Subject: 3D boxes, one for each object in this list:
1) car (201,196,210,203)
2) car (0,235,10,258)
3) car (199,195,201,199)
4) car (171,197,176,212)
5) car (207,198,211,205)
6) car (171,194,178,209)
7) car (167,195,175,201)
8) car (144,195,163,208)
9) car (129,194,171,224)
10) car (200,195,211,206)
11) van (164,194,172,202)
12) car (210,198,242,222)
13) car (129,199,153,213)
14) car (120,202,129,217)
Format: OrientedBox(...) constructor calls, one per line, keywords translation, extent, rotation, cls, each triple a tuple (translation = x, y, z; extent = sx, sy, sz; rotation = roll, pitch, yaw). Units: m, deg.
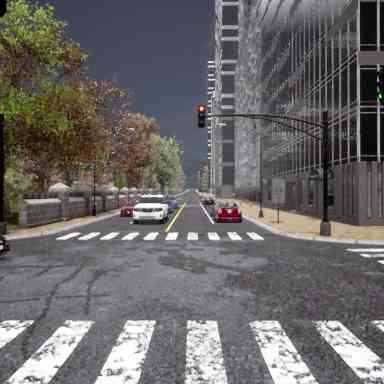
OrientedBox(translation=(2.832, 1.548, 71.652), extent=(1.752, 1.417, 4.829), rotation=(0, 0, 0), cls="car")
OrientedBox(translation=(-8.000, 1.587, 10.194), extent=(4.181, 1.385, 1.994), rotation=(0, 0, -11), cls="car")
OrientedBox(translation=(2.810, 1.470, 60.116), extent=(1.967, 1.590, 4.097), rotation=(0, 0, 0), cls="car")
OrientedBox(translation=(-3.029, 1.549, 35.663), extent=(1.812, 1.442, 4.674), rotation=(0, 0, 0), cls="car")
OrientedBox(translation=(2.753, 1.586, 31.711), extent=(1.947, 1.339, 4.313), rotation=(0, 0, 0), cls="car")
OrientedBox(translation=(-2.999, 1.381, 45.872), extent=(2.097, 1.767, 4.553), rotation=(0, 0, 0), cls="car")
OrientedBox(translation=(-5.515, 1.583, 88.556), extent=(1.802, 1.307, 4.206), rotation=(0, 0, 0), cls="car")
OrientedBox(translation=(-5.593, 1.345, 48.774), extent=(2.192, 1.841, 5.009), rotation=(0, 0, 0), cls="car")
OrientedBox(translation=(-3.053, 1.238, 25.509), extent=(2.150, 2.045, 5.566), rotation=(0, 0, 0), cls="car")
OrientedBox(translation=(2.798, 1.596, 54.435), extent=(1.947, 1.339, 4.313), rotation=(0, 0, 0), cls="car")
OrientedBox(translation=(-5.537, 1.358, 77.189), extent=(1.690, 1.788, 3.998), rotation=(0, 0, 0), cls="van")
OrientedBox(translation=(2.742, 1.457, 26.030), extent=(1.967, 1.590, 4.097), rotation=(0, 0, 0), cls="car")
OrientedBox(translation=(-5.617, 1.575, 37.407), extent=(2.008, 1.369, 4.403), rotation=(0, 0, 0), cls="car")
OrientedBox(translation=(-5.628, 1.565, 31.724), extent=(1.887, 1.381, 4.507), rotation=(0, 0, 0), cls="car")
